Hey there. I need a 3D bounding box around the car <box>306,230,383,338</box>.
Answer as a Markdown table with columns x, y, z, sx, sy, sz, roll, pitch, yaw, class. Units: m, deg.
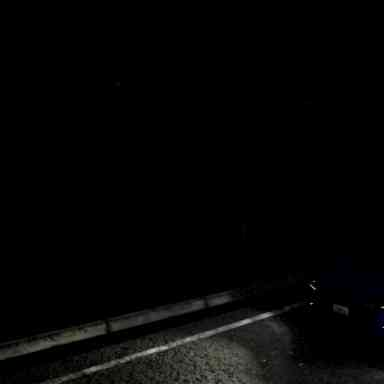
| x | y | z | sx | sy | sz | roll | pitch | yaw | class |
| --- | --- | --- | --- | --- | --- | --- | --- | --- | --- |
| 4.253 | 1.476 | 6.409 | 5.008 | 1.535 | 1.882 | 0 | 0 | -35 | car |
